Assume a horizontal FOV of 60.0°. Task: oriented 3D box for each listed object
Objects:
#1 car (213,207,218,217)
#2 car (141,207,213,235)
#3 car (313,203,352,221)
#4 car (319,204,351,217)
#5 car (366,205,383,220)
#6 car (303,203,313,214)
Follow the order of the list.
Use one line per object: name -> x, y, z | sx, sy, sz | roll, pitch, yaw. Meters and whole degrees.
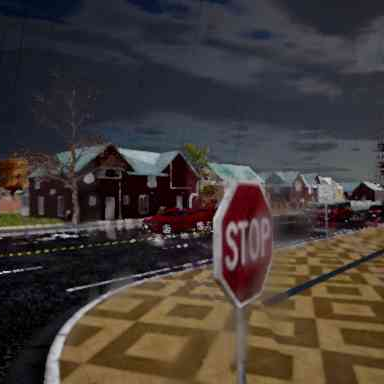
car -> 1.327, 2.052, 29.343 | 1.812, 1.442, 4.674 | -1, -2, 43
car -> -1.098, 1.857, 21.979 | 1.882, 1.535, 5.008 | -1, -2, 43
car -> 14.434, 1.923, 33.584 | 2.097, 1.767, 4.553 | -1, -2, 43
car -> 18.382, 2.309, 42.757 | 2.033, 1.411, 5.357 | -1, -2, 43
car -> 19.381, 2.070, 34.120 | 1.837, 1.490, 4.892 | -1, -2, 43
car -> 17.165, 2.335, 46.194 | 2.128, 1.511, 4.902 | -1, -2, 43
